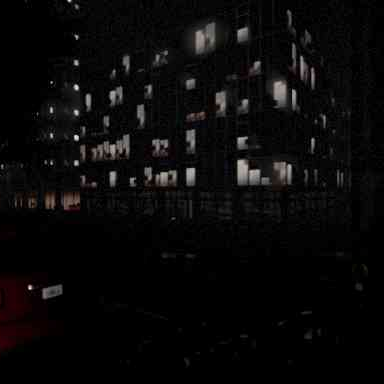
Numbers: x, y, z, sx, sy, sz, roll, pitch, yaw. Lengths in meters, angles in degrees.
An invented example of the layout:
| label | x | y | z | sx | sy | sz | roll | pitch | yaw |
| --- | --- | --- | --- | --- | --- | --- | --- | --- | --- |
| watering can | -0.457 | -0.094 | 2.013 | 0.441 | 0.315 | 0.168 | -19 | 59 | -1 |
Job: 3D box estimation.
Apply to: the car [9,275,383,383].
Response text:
| label | x | y | z | sx | sy | sz | roll | pitch | yaw |
| --- | --- | --- | --- | --- | --- | --- | --- | --- | --- |
| car | 0.832 | 1.565 | 2.284 | 4.313 | 1.339 | 1.947 | 0 | 0 | 36 |

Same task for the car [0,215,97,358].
| label | x | y | z | sx | sy | sz | roll | pitch | yaw |
| --- | --- | --- | --- | --- | --- | --- | --- | --- | --- |
| car | -3.663 | 1.311 | 5.493 | 5.009 | 1.841 | 2.192 | 0 | 0 | 36 |
